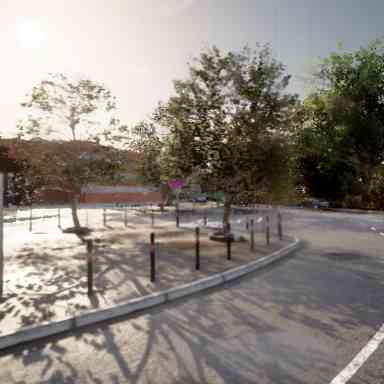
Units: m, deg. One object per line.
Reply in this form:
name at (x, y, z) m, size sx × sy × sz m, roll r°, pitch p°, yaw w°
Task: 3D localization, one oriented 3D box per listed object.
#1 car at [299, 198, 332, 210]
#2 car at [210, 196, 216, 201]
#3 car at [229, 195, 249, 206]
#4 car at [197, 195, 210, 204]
car at (15.317, 1.456, 41.574) m, size 2.128 × 1.511 × 4.902 m, roll 0°, pitch 0°, yaw -17°
car at (3.949, 1.558, 95.216) m, size 5.566 × 2.045 × 2.435 m, roll 0°, pitch 0°, yaw 16°
car at (7.271, 1.539, 53.195) m, size 1.837 × 1.490 × 4.892 m, roll 0°, pitch -1°, yaw -22°
car at (1.920, 1.710, 68.867) m, size 2.033 × 1.411 × 5.357 m, roll 0°, pitch 0°, yaw -5°
